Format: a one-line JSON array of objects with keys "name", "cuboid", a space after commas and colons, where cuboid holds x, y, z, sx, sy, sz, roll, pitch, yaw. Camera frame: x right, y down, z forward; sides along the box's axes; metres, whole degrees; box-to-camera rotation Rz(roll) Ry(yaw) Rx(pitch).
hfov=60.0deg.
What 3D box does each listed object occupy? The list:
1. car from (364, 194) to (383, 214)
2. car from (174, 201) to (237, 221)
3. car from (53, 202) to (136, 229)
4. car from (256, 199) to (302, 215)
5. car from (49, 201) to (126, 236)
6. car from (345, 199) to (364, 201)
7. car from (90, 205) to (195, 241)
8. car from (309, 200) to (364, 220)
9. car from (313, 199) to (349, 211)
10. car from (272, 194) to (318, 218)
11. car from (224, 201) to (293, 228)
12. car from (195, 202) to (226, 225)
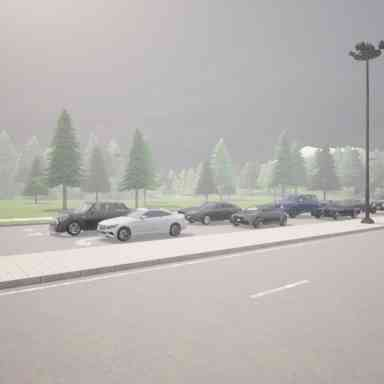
[{"name": "car", "cuboid": [20.607, 1.221, 34.623, 5.566, 2.045, 2.150, 0, 0, -38]}, {"name": "car", "cuboid": [1.262, 1.547, 28.489, 5.357, 1.411, 2.033, 0, 0, -38]}, {"name": "car", "cuboid": [-6.471, 1.478, 22.436, 5.008, 1.535, 1.882, 0, 0, -38]}, {"name": "car", "cuboid": [9.082, 1.491, 34.594, 4.902, 1.511, 2.128, 0, 0, -38]}, {"name": "car", "cuboid": [-5.548, 1.352, 18.716, 4.553, 1.767, 2.097, 0, 0, -38]}, {"name": "car", "cuboid": [17.626, 1.505, 36.749, 4.892, 1.490, 1.837, 0, 0, -37]}, {"name": "car", "cuboid": [-2.392, 1.526, 16.741, 4.674, 1.442, 1.812, 0, 0, -38]}, {"name": "car", "cuboid": [12.295, 1.601, 28.219, 4.718, 1.301, 1.895, 0, 0, -38]}, {"name": "car", "cuboid": [17.050, 1.601, 40.711, 4.718, 1.301, 1.895, 0, 0, -37]}, {"name": "car", "cuboid": [9.518, 1.221, 30.501, 5.566, 2.045, 2.150, 0, 0, -38]}, {"name": "car", "cuboid": [4.469, 1.564, 22.119, 4.181, 1.385, 1.994, 0, 0, -39]}, {"name": "car", "cuboid": [1.640, 1.505, 24.340, 4.892, 1.490, 1.837, 0, 0, -38]}]
